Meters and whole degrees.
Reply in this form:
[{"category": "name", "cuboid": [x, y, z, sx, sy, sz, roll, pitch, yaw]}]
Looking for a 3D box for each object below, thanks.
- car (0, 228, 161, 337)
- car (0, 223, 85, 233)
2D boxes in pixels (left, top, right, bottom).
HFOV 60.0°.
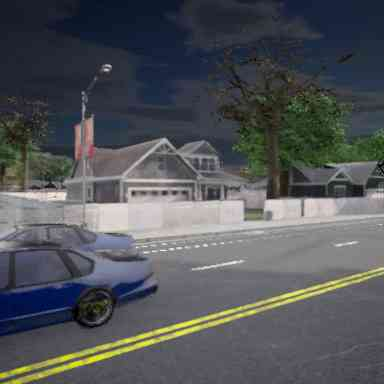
[{"category": "car", "cuboid": [-3.174, 1.547, 5.412, 5.357, 1.411, 2.033, 0, 0, -36]}, {"category": "car", "cuboid": [-4.087, 1.545, 8.756, 5.357, 1.411, 2.033, 0, 0, -36]}]
